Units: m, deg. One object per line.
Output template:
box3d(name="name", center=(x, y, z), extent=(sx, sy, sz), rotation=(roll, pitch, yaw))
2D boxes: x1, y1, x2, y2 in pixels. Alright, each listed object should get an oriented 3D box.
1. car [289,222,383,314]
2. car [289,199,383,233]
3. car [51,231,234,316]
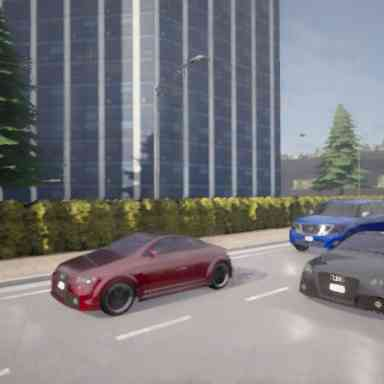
box3d(name="car", center=(4.264, 1.605, 7.450), extent=(4.181, 1.385, 1.994), rotation=(0, -1, -38))
box3d(name="car", center=(6.317, 1.303, 13.558), extent=(5.566, 2.045, 2.150), rotation=(0, -1, -38))
box3d(name="car", center=(-0.989, 1.641, 7.744), extent=(4.181, 1.385, 1.994), rotation=(0, -1, -38))
